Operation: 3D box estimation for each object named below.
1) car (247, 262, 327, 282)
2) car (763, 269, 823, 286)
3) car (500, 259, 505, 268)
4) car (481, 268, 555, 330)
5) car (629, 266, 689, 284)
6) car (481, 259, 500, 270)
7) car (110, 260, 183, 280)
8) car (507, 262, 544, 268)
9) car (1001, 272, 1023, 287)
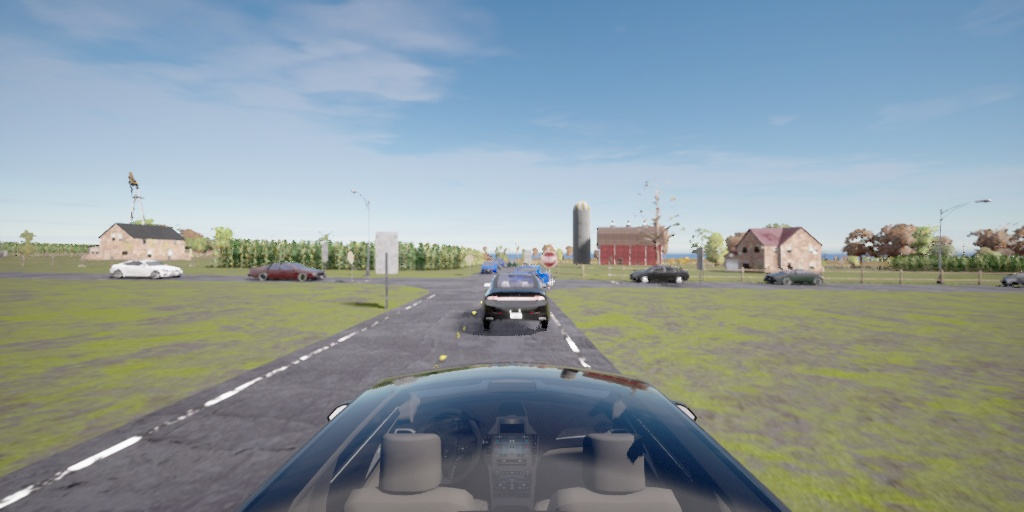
[{"bbox_3d":[-17.511,1.217,28.012,5.357,1.411,2.033,1,0,0],"label":"car"},{"bbox_3d":[24.339,1.814,31.105,4.181,1.385,1.994,1,0,0],"label":"car"},{"bbox_3d":[-2.797,1.641,60.743,2.033,1.411,5.357,0,0,1],"label":"car"},{"bbox_3d":[0.102,1.290,11.365,2.128,1.511,4.902,0,0,0],"label":"car"},{"bbox_3d":[12.735,1.595,31.113,4.892,1.490,1.837,1,0,1],"label":"car"},{"bbox_3d":[-2.818,1.468,44.717,1.882,1.535,5.008,0,0,-1],"label":"car"},{"bbox_3d":[-28.481,1.032,27.975,4.674,1.442,1.812,1,0,0],"label":"car"},{"bbox_3d":[1.362,1.345,23.091,1.882,1.535,5.008,0,-1,18],"label":"car"},{"bbox_3d":[45.677,2.028,31.110,4.902,1.511,2.128,1,0,0],"label":"car"}]
